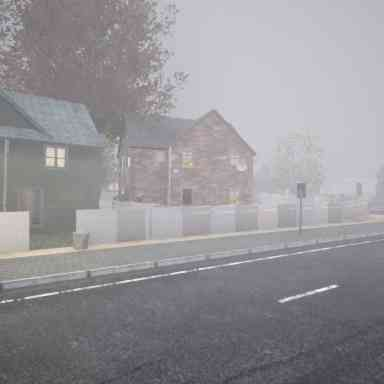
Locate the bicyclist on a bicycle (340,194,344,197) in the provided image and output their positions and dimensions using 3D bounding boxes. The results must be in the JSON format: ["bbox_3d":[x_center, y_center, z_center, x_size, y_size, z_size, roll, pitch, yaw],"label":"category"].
[{"bbox_3d":[19.456,1.035,43.118,1.656,1.620,0.582,1,0,-20],"label":"bicyclist on a bicycle"}]

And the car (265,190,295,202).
[{"bbox_3d":[12.079,0.746,46.283,2.150,2.045,5.566,1,0,-20],"label":"car"}]

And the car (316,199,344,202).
[{"bbox_3d":[15.592,1.177,36.547,2.128,1.511,4.902,1,0,-20],"label":"car"}]
